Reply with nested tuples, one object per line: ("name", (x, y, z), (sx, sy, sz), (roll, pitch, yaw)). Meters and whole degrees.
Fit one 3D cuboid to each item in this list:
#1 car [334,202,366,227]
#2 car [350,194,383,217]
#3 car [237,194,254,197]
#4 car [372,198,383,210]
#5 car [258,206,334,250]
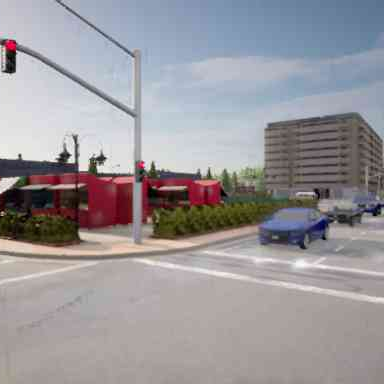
("car", (10.314, 1.585, 22.793), (1.895, 1.301, 4.718), (0, 0, 35))
("car", (16.553, 1.213, 31.671), (2.150, 2.045, 5.566), (0, 0, 35))
("car", (8.490, 1.265, 57.914), (4.605, 1.855, 1.932), (0, 0, 35))
("car", (25.509, 1.554, 44.280), (2.033, 1.411, 5.357), (0, 0, 36))
("car", (4.587, 1.454, 14.656), (1.882, 1.535, 5.008), (0, 0, 35))
